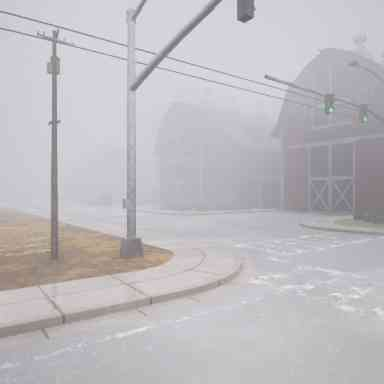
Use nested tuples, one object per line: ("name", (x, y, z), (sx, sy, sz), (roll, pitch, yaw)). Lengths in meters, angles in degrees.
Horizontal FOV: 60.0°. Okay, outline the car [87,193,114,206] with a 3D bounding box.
("car", (-13.846, 1.118, 50.577), (3.866, 1.878, 1.905), (-2, 5, 11))
